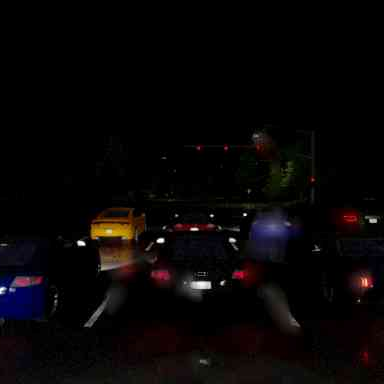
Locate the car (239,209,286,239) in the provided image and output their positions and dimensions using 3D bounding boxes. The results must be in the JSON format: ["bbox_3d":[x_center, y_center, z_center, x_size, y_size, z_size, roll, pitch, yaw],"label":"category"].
[{"bbox_3d":[3.606,1.564,16.801,1.994,1.385,4.181,0,0,0],"label":"car"}]

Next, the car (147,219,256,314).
[{"bbox_3d":[0.117,1.564,7.693,1.994,1.385,4.181,0,0,-1],"label":"car"}]

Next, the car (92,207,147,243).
[{"bbox_3d":[-3.395,1.477,16.163,1.882,1.535,5.008,0,0,0],"label":"car"}]

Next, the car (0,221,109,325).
[{"bbox_3d":[-3.396,1.564,7.232,1.994,1.385,4.181,0,0,0],"label":"car"}]

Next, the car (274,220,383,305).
[{"bbox_3d":[3.603,1.601,8.044,1.895,1.301,4.718,0,0,0],"label":"car"}]

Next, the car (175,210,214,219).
[{"bbox_3d":[0.106,1.564,16.096,1.994,1.385,4.181,0,0,0],"label":"car"}]

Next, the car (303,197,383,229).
[{"bbox_3d":[7.106,1.222,15.726,2.150,2.045,5.566,0,0,0],"label":"car"}]
